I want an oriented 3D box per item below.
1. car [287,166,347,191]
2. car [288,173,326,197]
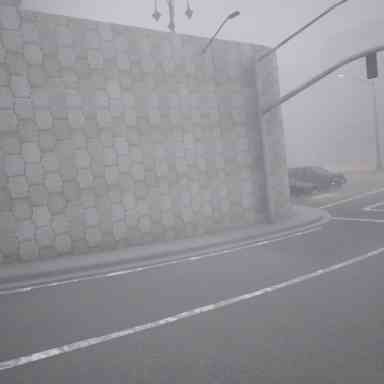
[{"bbox_3d":[10.470,-1.236,29.078,2.150,2.045,5.566,-10,6,-35],"label":"car"},{"bbox_3d":[7.668,-0.400,27.125,2.033,1.411,5.357,-10,6,-35],"label":"car"}]
